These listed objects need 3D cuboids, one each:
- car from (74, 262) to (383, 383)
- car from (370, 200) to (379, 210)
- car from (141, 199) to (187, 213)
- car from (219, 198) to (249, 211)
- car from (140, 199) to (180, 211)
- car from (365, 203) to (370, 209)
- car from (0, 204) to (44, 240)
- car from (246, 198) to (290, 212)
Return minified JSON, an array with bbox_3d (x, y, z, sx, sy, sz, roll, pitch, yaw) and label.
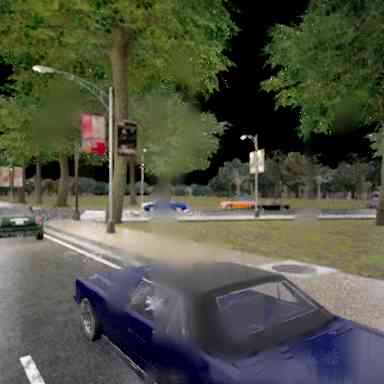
[{"bbox_3d":[0.056,1.599,4.284,1.895,1.301,4.718,0,0,-37],"label":"car"},{"bbox_3d":[23.516,1.773,37.985,4.902,1.511,2.128,0,0,-13],"label":"car"},{"bbox_3d":[-3.116,1.597,38.578,5.008,1.535,1.882,0,0,-13],"label":"car"},{"bbox_3d":[5.895,1.528,44.045,4.553,1.767,2.097,0,0,-13],"label":"car"},{"bbox_3d":[-4.037,1.642,41.693,4.674,1.442,1.812,0,0,-15],"label":"car"},{"bbox_3d":[27.919,1.888,49.162,4.181,1.385,1.994,1,0,-13],"label":"car"},{"bbox_3d":[-8.741,1.345,16.132,2.097,1.767,4.553,0,0,-37],"label":"car"},{"bbox_3d":[9.699,1.797,41.604,4.718,1.301,1.895,0,0,-13],"label":"car"}]
